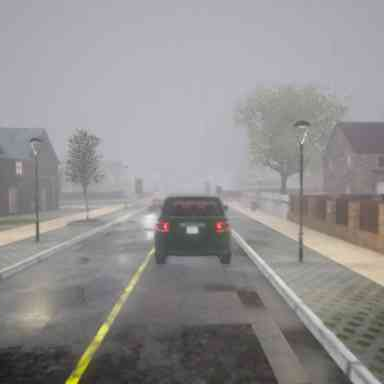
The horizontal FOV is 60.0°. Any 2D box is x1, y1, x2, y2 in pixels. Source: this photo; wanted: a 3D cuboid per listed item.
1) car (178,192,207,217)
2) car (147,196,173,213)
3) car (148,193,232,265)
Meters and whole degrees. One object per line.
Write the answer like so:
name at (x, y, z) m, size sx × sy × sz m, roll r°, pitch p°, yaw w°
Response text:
car at (0.075, 0.922, 26.516) m, size 2.097 × 1.767 × 4.553 m, roll 0°, pitch 1°, yaw 0°
car at (-2.831, 1.117, 30.308) m, size 1.895 × 1.301 × 4.718 m, roll 0°, pitch 1°, yaw 0°
car at (0.067, 1.030, 11.102) m, size 2.150 × 2.045 × 5.566 m, roll 0°, pitch 1°, yaw 1°
